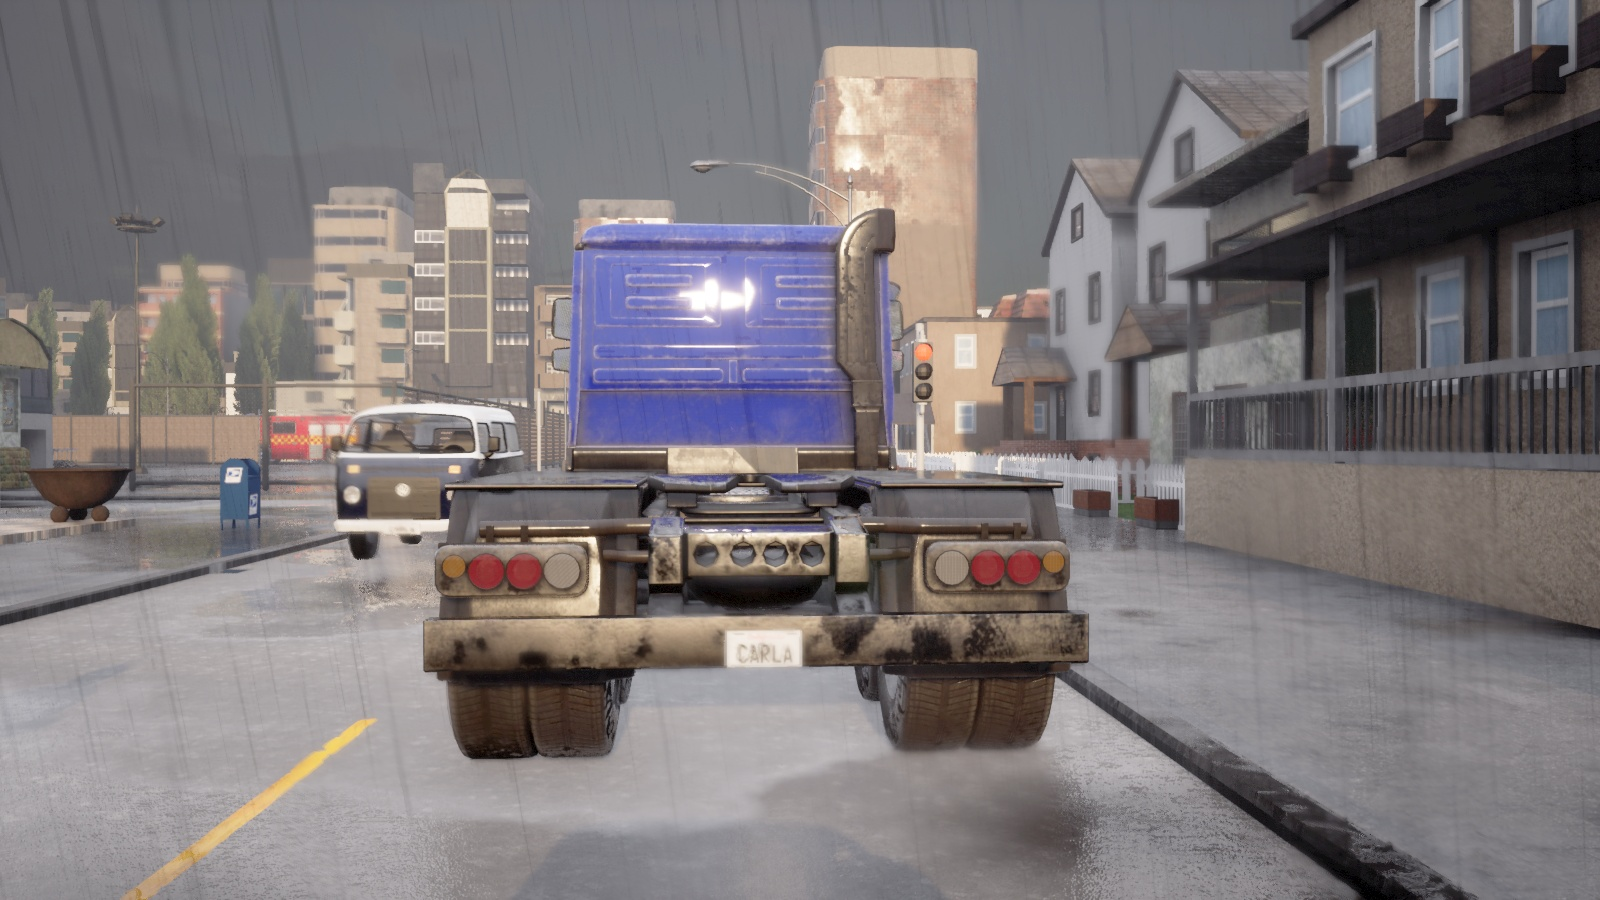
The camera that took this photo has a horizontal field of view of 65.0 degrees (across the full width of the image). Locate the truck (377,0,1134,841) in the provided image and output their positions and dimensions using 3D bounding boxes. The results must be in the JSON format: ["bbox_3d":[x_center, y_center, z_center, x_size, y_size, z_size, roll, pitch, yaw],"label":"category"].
[{"bbox_3d":[-0.432,-0.285,8.765,2.891,3.462,7.936,0,0,-4],"label":"truck"}]

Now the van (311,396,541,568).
[{"bbox_3d":[-4.899,0.369,17.156,2.069,2.038,4.480,0,0,-4],"label":"van"}]

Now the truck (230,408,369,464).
[{"bbox_3d":[-34.798,-0.940,87.533,8.468,3.827,2.891,0,0,-3],"label":"truck"}]
